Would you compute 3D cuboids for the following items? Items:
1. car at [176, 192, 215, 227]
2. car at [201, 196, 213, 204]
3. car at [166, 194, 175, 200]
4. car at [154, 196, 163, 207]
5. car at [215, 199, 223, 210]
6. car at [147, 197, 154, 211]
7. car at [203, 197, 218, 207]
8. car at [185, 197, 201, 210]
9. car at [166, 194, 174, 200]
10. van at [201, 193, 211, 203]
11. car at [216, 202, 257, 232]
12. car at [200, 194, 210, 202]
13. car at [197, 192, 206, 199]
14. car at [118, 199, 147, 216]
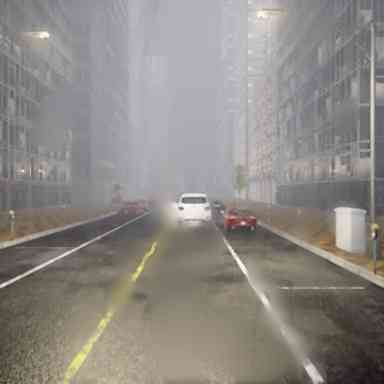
[{"bbox_3d":[0.093,1.160,22.576,2.150,2.045,5.566,0,0,-1],"label":"car"},{"bbox_3d":[2.685,1.376,59.520,1.947,1.339,4.313,0,0,0],"label":"car"},{"bbox_3d":[-5.699,1.240,87.992,2.008,1.369,4.403,0,0,0],"label":"car"},{"bbox_3d":[-5.694,1.398,48.143,1.887,1.381,4.507,0,0,0],"label":"car"},{"bbox_3d":[2.688,1.459,36.752,1.947,1.339,4.313,0,0,0],"label":"car"},{"bbox_3d":[-5.693,1.475,36.759,1.802,1.307,4.206,0,0,0],"label":"car"},{"bbox_3d":[2.687,1.419,48.136,1.947,1.339,4.313,0,0,0],"label":"car"},{"bbox_3d":[0.088,1.404,40.913,1.812,1.442,4.674,0,0,0],"label":"car"},{"bbox_3d":[-5.698,1.241,82.129,1.752,1.417,4.829,0,0,0],"label":"car"},{"bbox_3d":[2.685,1.129,65.214,1.690,1.788,3.998,0,0,0],"label":"van"},{"bbox_3d":[2.690,1.493,19.675,1.887,1.381,4.507,0,0,0],"label":"car"},{"bbox_3d":[2.685,1.205,70.905,1.967,1.590,4.097,0,0,0],"label":"car"},{"bbox_3d":[2.683,0.978,93.673,2.192,1.841,5.009,0,0,0],"label":"car"},{"bbox_3d":[-5.692,1.457,31.065,1.887,1.381,4.507,0,0,0],"label":"car"}]
